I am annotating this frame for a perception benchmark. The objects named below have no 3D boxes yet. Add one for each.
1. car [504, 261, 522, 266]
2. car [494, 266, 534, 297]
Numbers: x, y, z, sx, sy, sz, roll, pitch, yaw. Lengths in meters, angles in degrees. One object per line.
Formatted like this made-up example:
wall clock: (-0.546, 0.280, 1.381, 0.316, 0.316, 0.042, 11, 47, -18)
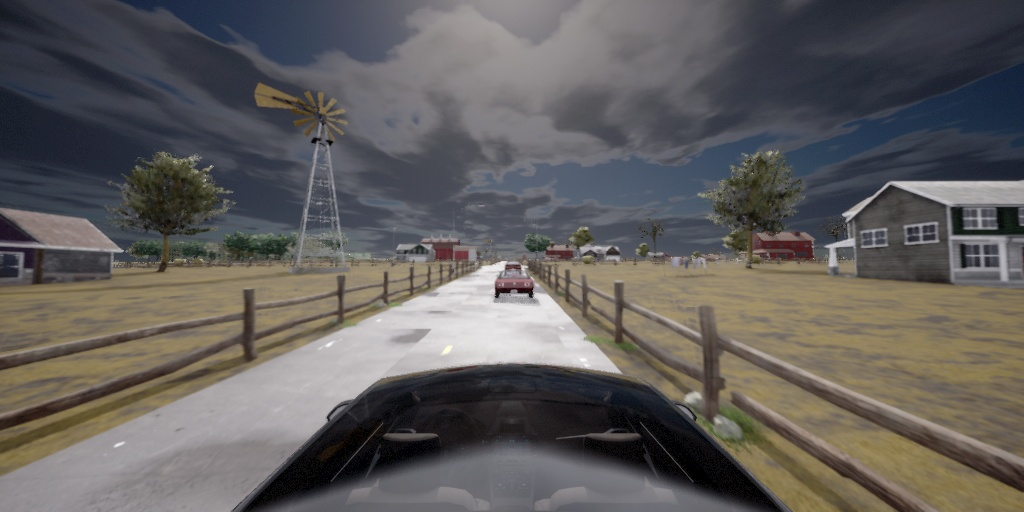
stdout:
car: (0.119, 1.254, 40.286, 1.882, 1.535, 5.008, 0, 0, 0)
car: (0.103, 1.363, 18.759, 1.895, 1.301, 4.718, 0, 0, 0)
